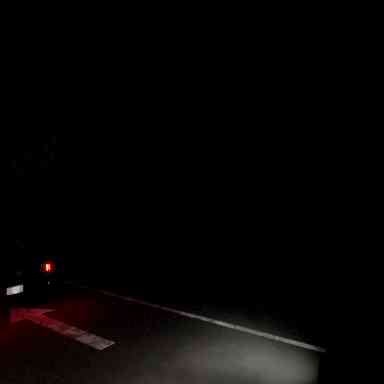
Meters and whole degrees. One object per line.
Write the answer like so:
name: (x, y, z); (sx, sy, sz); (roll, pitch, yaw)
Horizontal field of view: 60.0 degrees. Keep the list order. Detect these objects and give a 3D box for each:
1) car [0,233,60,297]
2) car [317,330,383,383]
car: (-5.211, 1.601, 7.713); (4.718, 1.301, 1.895); (0, 0, 35)
car: (3.084, 1.526, 1.718); (4.674, 1.442, 1.812); (0, 0, 36)
